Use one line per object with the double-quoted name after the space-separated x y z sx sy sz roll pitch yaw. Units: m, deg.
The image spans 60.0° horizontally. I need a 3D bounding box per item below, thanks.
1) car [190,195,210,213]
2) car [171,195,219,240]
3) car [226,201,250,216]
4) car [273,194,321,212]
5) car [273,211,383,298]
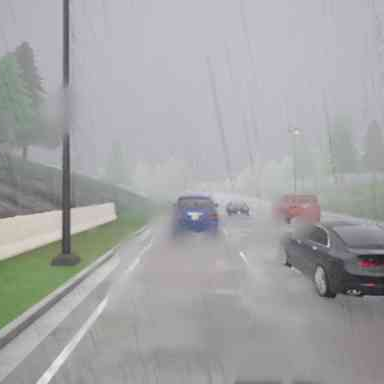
0.930 1.203 36.316 2.097 1.767 4.553 0 0 3 "car"
0.180 1.153 16.741 2.150 2.045 5.566 0 0 1 "car"
4.165 1.474 31.042 1.895 1.301 4.718 0 0 3 "car"
7.366 1.124 23.773 2.150 2.045 5.566 0 0 2 "car"
3.608 1.470 8.372 1.837 1.490 4.892 0 0 0 "car"
